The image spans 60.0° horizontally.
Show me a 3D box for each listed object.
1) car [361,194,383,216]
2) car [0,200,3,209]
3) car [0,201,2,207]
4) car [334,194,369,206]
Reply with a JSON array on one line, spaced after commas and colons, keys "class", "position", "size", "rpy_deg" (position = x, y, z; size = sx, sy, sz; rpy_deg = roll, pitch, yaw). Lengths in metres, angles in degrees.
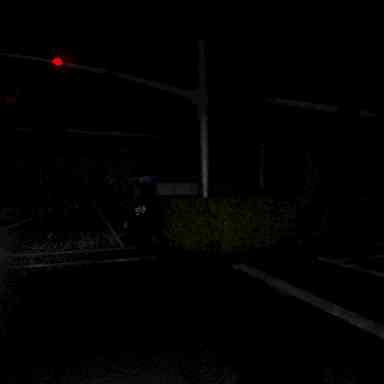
[{"class": "car", "position": [15.379, 1.100, 26.586], "size": [1.905, 1.878, 3.866], "rpy_deg": [-1, 0, -18]}, {"class": "car", "position": [-35.767, 2.199, 58.140], "size": [4.514, 1.523, 2.007], "rpy_deg": [-1, 0, -18]}, {"class": "car", "position": [-34.765, 2.165, 55.167], "size": [5.027, 1.636, 2.152], "rpy_deg": [-1, 0, -18]}, {"class": "car", "position": [23.570, 1.149, 49.397], "size": [1.882, 1.535, 5.008], "rpy_deg": [-1, 0, -17]}]
